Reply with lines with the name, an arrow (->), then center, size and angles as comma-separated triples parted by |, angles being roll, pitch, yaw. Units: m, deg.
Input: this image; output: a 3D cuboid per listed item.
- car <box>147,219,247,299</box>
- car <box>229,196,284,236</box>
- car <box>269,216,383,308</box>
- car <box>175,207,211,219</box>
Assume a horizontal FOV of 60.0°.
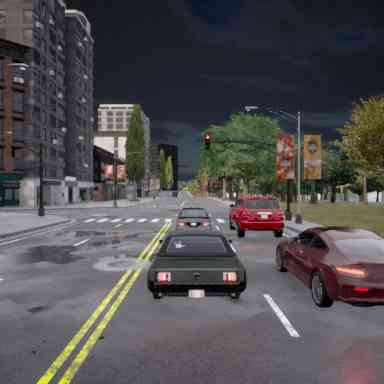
car -> 0.087, 1.599, 8.390 | 1.895, 1.301, 4.718 | 0, 0, 0
car -> 3.321, 1.218, 17.942 | 2.150, 2.045, 5.566 | 0, 0, 0
car -> 3.340, 1.524, 7.787 | 1.812, 1.442, 4.674 | 0, 0, 0
car -> 0.072, 1.543, 17.983 | 2.033, 1.411, 5.357 | 0, 0, 0
